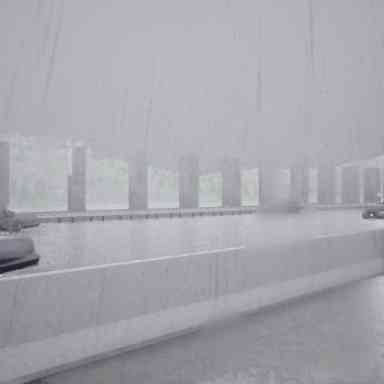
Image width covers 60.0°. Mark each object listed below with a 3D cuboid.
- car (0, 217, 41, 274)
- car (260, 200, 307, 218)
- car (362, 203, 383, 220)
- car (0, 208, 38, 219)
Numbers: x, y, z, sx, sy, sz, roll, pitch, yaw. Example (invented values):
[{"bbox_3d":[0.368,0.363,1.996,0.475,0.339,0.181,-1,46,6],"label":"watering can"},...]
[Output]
[{"bbox_3d":[-6.559,1.547,7.851,5.357,1.411,2.033,0,0,-36],"label":"car"},{"bbox_3d":[8.345,1.506,30.275,4.892,1.490,1.837,0,0,-32],"label":"car"},{"bbox_3d":[15.417,1.564,26.431,4.181,1.385,1.994,0,0,-32],"label":"car"},{"bbox_3d":[-11.010,1.547,17.576,5.357,1.411,2.033,0,0,-36],"label":"car"}]
